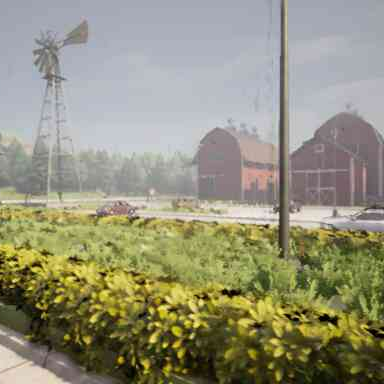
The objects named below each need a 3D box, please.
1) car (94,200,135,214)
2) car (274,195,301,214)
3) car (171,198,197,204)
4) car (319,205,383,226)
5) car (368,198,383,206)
[{"bbox_3d":[-7.368,1.520,32.014,1.784,1.438,3.905,0,0,35],"label":"car"},{"bbox_3d":[10.411,1.312,35.935,1.905,1.878,3.866,0,0,35],"label":"car"},{"bbox_3d":[-0.945,1.505,43.225,1.816,1.474,4.193,0,0,35],"label":"car"},{"bbox_3d":[8.168,1.525,15.048,4.674,1.442,1.812,0,0,39],"label":"car"},{"bbox_3d":[11.124,1.310,19.232,1.932,1.855,4.605,0,0,35],"label":"car"}]
